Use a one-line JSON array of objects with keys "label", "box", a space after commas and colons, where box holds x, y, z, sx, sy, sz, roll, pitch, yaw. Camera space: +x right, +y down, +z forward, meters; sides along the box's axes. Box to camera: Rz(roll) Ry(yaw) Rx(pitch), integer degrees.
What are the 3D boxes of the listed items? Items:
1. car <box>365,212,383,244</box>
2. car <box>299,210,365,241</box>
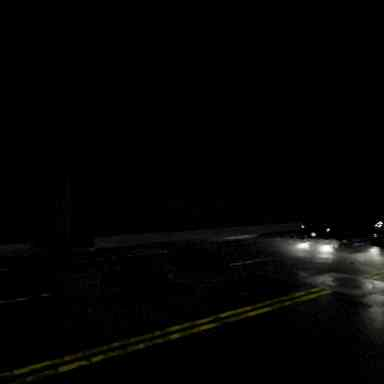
[{"label": "car", "box": [10.066, 1.445, 14.860, 4.553, 1.767, 2.097, 0, 0, -36]}, {"label": "car", "box": [7.924, 1.639, 17.325, 5.357, 1.411, 2.033, 0, 0, -36]}]
